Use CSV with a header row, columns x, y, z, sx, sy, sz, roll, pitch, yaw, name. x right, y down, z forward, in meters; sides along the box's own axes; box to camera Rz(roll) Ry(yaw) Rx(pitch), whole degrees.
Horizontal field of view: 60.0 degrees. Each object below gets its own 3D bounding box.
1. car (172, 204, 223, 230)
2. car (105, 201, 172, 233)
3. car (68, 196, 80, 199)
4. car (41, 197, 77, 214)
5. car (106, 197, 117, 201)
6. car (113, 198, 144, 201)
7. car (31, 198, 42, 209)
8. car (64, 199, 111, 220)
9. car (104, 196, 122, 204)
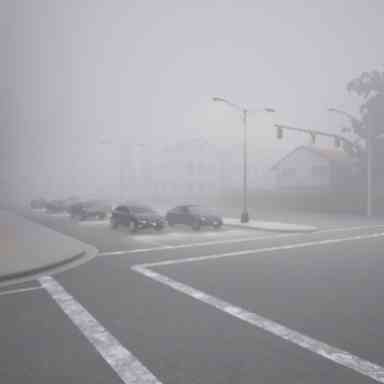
x,y,z,sx,sy,sz,roll,pitch,yaw,name
0.042,1.539,21.350,1.812,1.442,4.674,0,0,-35,car
-3.392,1.512,20.140,1.837,1.490,4.892,0,0,-34,car
-15.637,1.355,44.072,2.097,1.767,4.553,0,0,-34,car
-14.649,1.547,36.454,2.033,1.411,5.357,0,0,-35,car
-10.096,1.512,36.017,1.837,1.490,4.892,0,0,-35,car
-4.902,1.536,28.513,1.812,1.442,4.674,0,0,-35,car
-20.328,1.560,44.708,1.994,1.385,4.181,0,0,-35,car
-8.925,1.549,28.162,2.033,1.411,5.357,0,0,-35,car
-15.269,1.580,64.058,1.994,1.385,4.181,0,0,-35,car
